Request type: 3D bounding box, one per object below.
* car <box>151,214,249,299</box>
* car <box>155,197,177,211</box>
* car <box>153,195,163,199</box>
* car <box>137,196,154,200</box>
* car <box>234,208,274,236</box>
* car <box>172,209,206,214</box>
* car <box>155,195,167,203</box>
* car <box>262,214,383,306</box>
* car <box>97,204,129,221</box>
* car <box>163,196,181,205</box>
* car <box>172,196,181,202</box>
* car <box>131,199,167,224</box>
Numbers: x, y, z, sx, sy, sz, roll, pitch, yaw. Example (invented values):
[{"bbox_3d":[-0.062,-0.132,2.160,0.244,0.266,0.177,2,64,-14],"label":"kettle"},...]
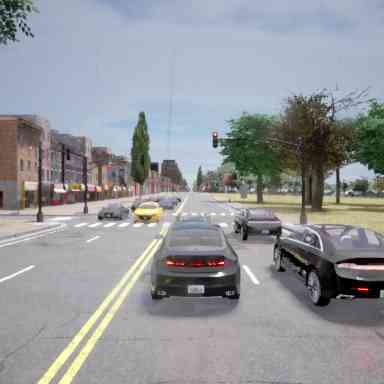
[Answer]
[{"bbox_3d":[0.078,1.531,8.466,1.837,1.490,4.892,0,0,0],"label":"car"},{"bbox_3d":[-3.366,1.676,43.008,1.994,1.385,4.181,0,0,0],"label":"car"},{"bbox_3d":[-6.607,1.506,56.791,2.128,1.511,4.902,0,0,0],"label":"car"},{"bbox_3d":[-6.617,1.659,43.472,2.033,1.411,5.357,0,0,0],"label":"car"},{"bbox_3d":[3.290,1.577,17.236,2.128,1.511,4.902,0,0,0],"label":"car"},{"bbox_3d":[0.045,1.689,17.771,1.895,1.301,4.718,0,0,0],"label":"car"},{"bbox_3d":[-6.529,1.438,69.725,2.033,1.411,5.357,0,1,0],"label":"car"},{"bbox_3d":[3.327,1.515,8.026,2.128,1.511,4.902,0,0,0],"label":"car"},{"bbox_3d":[-6.612,1.699,28.290,1.994,1.385,4.181,0,0,0],"label":"car"},{"bbox_3d":[-3.361,1.571,55.789,2.033,1.411,5.357,0,1,0],"label":"car"},{"bbox_3d":[-3.280,1.482,71.077,1.895,1.301,4.718,0,1,0],"label":"car"},{"bbox_3d":[-3.361,1.605,26.376,1.882,1.535,5.008,0,0,0],"label":"car"}]
